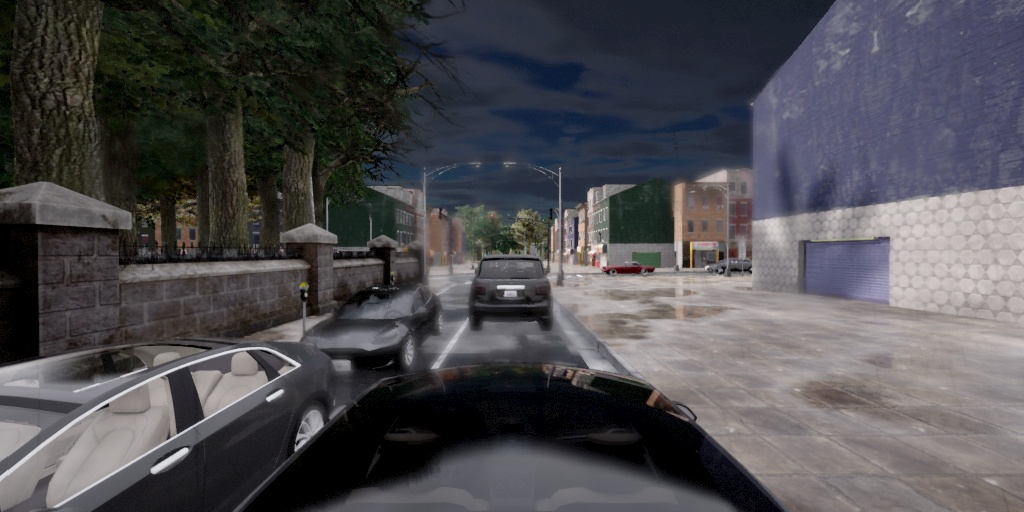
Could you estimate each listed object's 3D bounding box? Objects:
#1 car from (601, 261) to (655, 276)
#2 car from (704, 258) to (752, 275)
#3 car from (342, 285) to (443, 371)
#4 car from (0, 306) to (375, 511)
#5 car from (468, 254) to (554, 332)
[{"bbox_3d":[10.992,1.186,34.265,4.718,1.301,1.895,-1,1,0],"label":"car"},{"bbox_3d":[21.029,0.942,34.251,4.902,1.511,2.128,-1,1,0],"label":"car"},{"bbox_3d":[-2.634,1.316,7.693,1.948,1.339,4.313,0,0,0],"label":"car"},{"bbox_3d":[-2.641,1.300,2.004,2.007,1.370,4.403,0,0,0],"label":"car"},{"bbox_3d":[-0.011,0.973,11.001,2.150,2.045,5.566,0,0,0],"label":"car"}]
